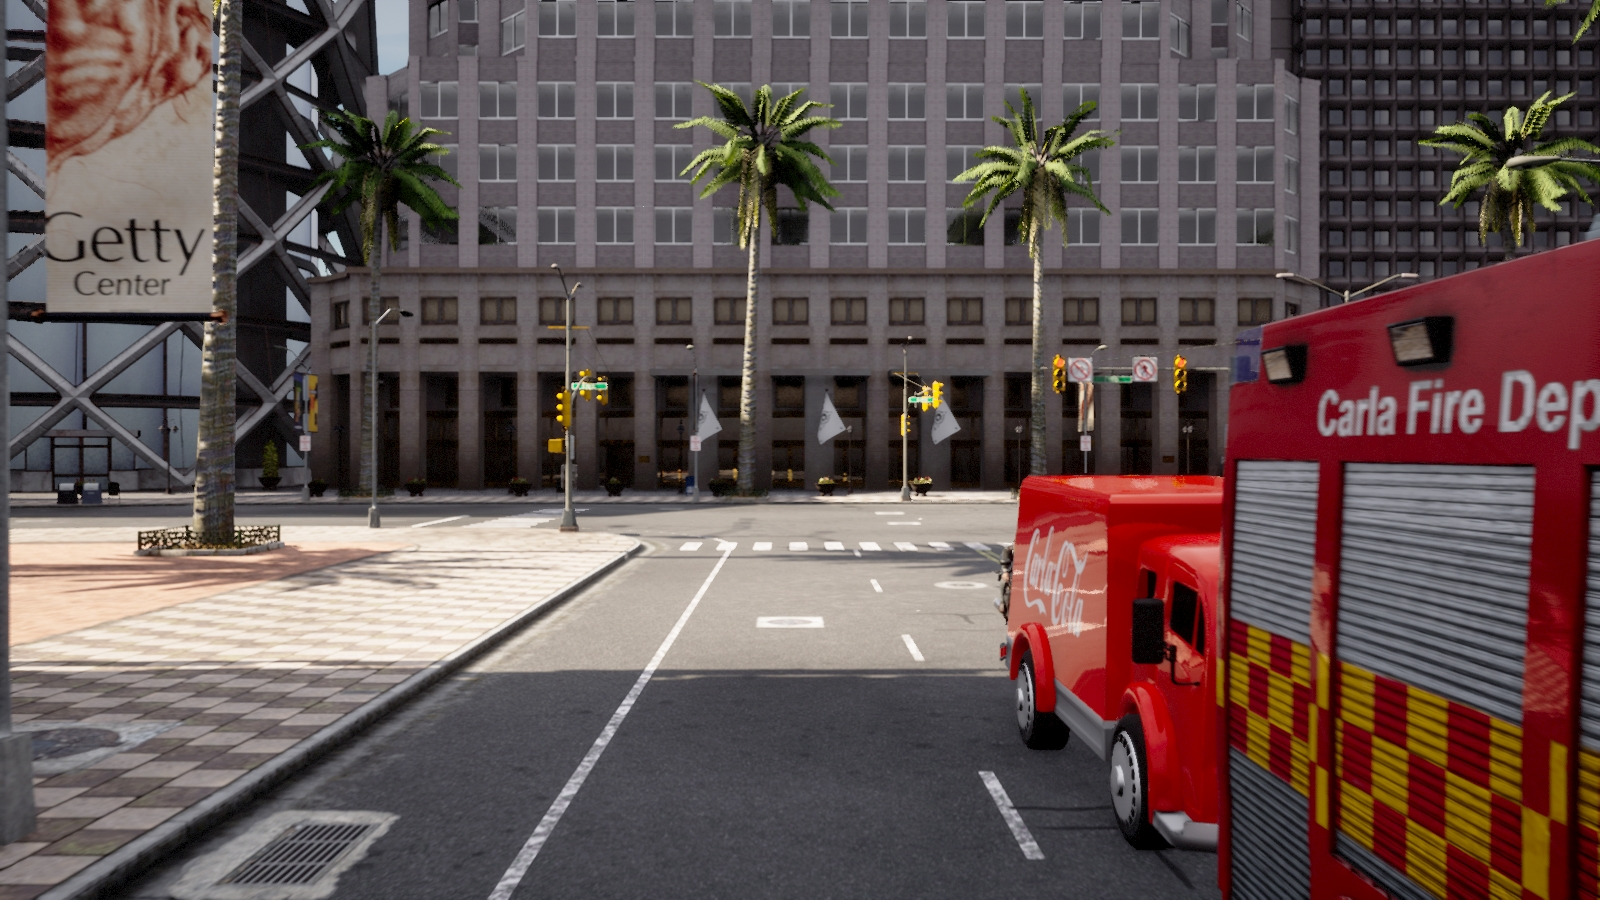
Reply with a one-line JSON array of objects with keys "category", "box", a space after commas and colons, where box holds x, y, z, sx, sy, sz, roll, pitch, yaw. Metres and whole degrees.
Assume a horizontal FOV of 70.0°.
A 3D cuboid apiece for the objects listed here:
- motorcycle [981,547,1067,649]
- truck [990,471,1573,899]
[{"category": "motorcycle", "box": [3.348, 2.191, 17.316, 0.867, 1.251, 2.209, 0, 0, 0]}, {"category": "truck", "box": [3.361, 1.536, 9.565, 2.627, 2.467, 5.204, 0, 2, 0]}]
